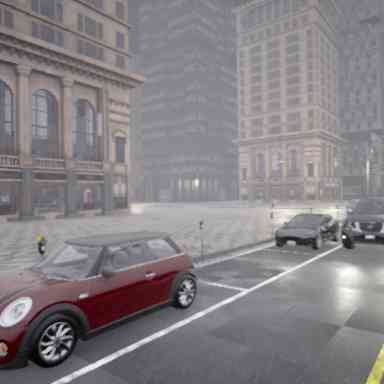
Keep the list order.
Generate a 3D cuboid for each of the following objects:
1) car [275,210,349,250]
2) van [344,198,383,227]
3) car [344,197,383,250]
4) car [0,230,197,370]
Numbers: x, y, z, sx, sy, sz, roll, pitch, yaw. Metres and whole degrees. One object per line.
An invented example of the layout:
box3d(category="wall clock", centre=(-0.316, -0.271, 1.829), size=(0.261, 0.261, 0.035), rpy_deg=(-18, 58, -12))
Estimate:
box3d(category="car", centre=(5.249, 1.631, 14.781), size=(1.947, 1.339, 4.313), rpy_deg=(-1, -1, 38))
box3d(category="van", centre=(12.228, 1.386, 23.644), size=(1.690, 1.788, 3.998), rpy_deg=(-1, -1, 38))
box3d(category="car", centre=(8.033, 1.241, 14.012), size=(2.150, 2.045, 5.566), rpy_deg=(-1, -1, 38))
box3d(category="car", centre=(-1.737, 1.522, 5.921), size=(1.967, 1.590, 4.097), rpy_deg=(-1, -1, 38))
